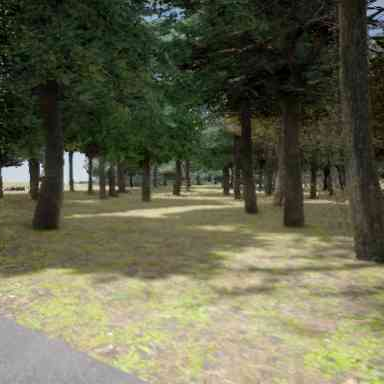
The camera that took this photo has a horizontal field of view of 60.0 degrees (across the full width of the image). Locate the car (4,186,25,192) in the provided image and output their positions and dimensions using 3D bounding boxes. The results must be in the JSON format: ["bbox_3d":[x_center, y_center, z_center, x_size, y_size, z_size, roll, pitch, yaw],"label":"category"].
[{"bbox_3d":[-43.872,-0.763,81.961,2.128,1.511,4.902,-1,1,34],"label":"car"}]
